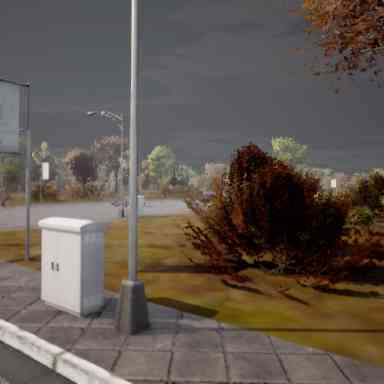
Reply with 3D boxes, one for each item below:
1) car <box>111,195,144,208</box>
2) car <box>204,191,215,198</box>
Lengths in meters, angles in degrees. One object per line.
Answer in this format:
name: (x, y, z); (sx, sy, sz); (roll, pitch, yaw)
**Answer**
car: (-7.643, 1.091, 39.655); (1.994, 1.385, 4.181); (1, 1, 32)
car: (3.056, 0.785, 56.350); (2.150, 2.045, 5.566); (1, 1, 32)
